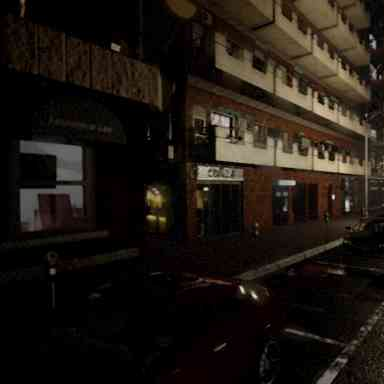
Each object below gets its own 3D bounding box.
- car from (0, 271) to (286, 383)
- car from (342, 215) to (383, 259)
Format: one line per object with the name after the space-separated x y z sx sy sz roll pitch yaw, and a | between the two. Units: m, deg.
-0.497 1.582 3.347 1.802 1.307 4.206 -1 -1 40 | car
6.732 1.542 11.907 2.008 1.369 4.403 -1 -1 40 | car
